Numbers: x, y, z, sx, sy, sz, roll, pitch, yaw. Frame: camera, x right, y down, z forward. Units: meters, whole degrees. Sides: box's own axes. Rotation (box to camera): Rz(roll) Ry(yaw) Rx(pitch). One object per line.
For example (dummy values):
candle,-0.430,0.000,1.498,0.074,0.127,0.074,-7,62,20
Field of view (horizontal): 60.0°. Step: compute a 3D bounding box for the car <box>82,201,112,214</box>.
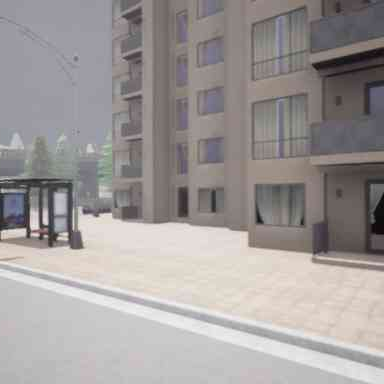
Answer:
car,-9.799,1.685,36.215,1.994,1.385,4.181,0,0,37
